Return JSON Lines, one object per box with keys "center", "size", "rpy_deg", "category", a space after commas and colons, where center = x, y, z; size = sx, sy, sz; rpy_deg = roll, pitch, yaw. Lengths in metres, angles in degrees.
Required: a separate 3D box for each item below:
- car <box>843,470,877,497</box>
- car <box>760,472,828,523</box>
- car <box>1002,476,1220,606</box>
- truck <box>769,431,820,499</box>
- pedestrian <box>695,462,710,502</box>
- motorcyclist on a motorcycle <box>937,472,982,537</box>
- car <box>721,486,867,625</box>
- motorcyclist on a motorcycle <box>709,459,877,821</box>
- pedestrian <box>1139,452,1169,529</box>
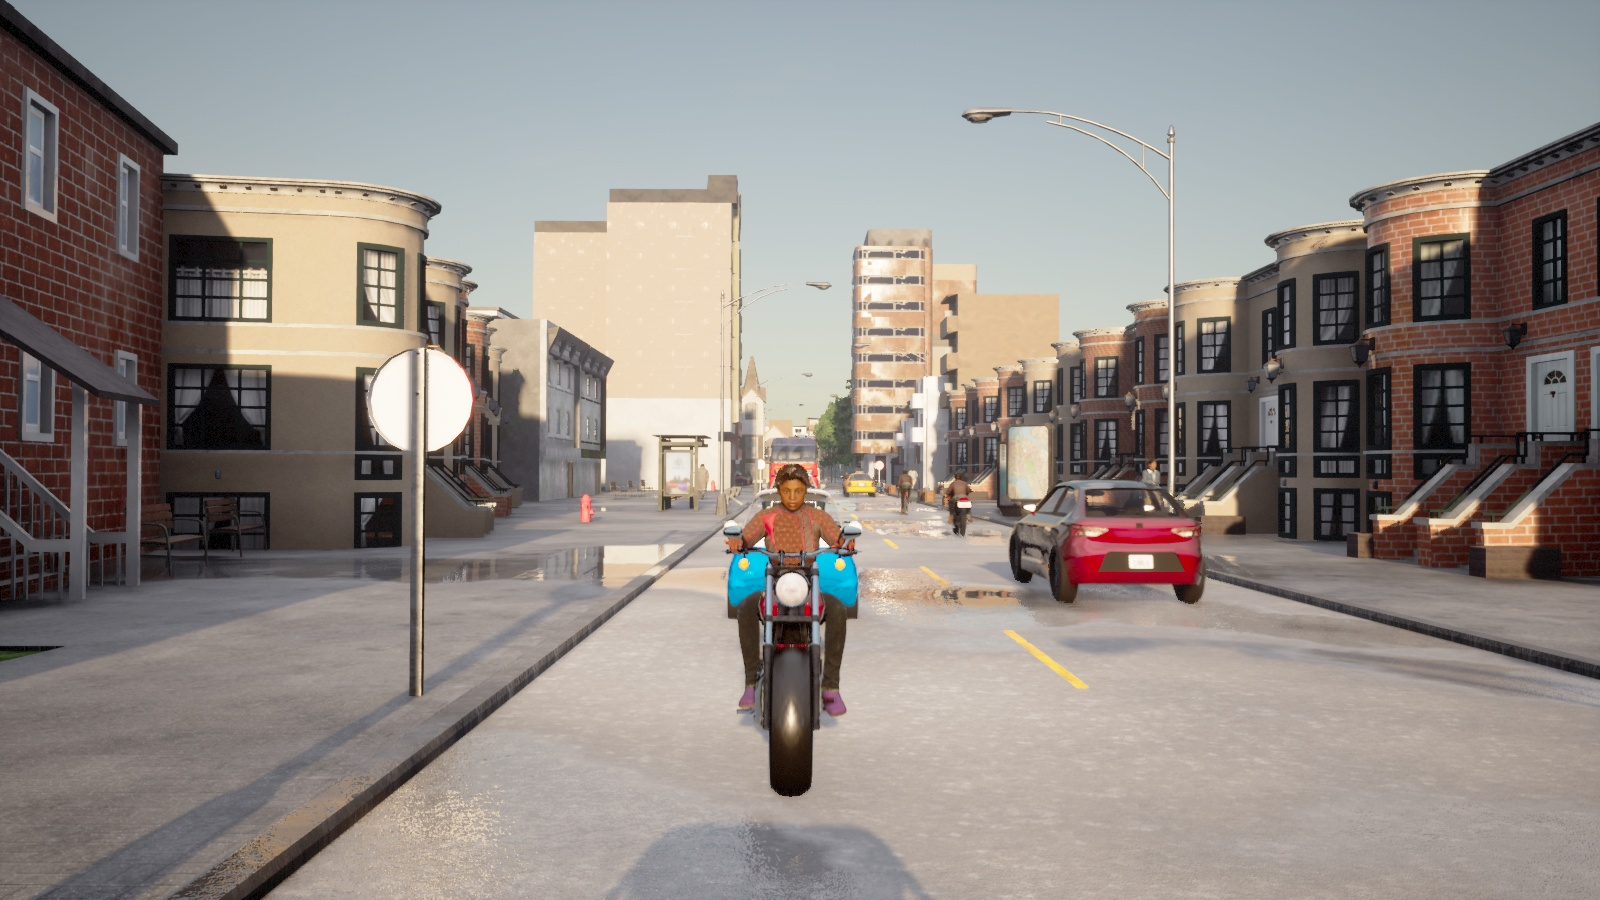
{"center": [3.637, 2.025, 76.753], "size": [1.801, 1.575, 5.366], "rpy_deg": [0, -1, 0], "category": "car"}
{"center": [-0.181, 1.426, 38.549], "size": [1.970, 1.475, 3.806], "rpy_deg": [0, -1, 0], "category": "car"}
{"center": [3.919, 1.090, 16.572], "size": [1.816, 1.474, 4.193], "rpy_deg": [0, -1, 0], "category": "car"}
{"center": [-0.363, 0.923, 75.919], "size": [2.891, 3.827, 8.468], "rpy_deg": [0, -1, 0], "category": "truck"}
{"center": [-4.844, 1.590, 62.491], "size": [0.659, 1.952, 0.873], "rpy_deg": [0, -1, 1], "category": "pedestrian"}
{"center": [3.856, 1.292, 30.479], "size": [0.797, 1.523, 2.044], "rpy_deg": [0, -1, 0], "category": "motorcyclist on a motorcycle"}
{"center": [-0.069, 1.102, 13.840], "size": [1.481, 1.376, 2.207], "rpy_deg": [0, -1, 0], "category": "car"}
{"center": [-0.038, 0.881, 6.924], "size": [0.766, 1.649, 2.350], "rpy_deg": [0, -1, 0], "category": "motorcyclist on a motorcycle"}
{"center": [9.090, 1.028, 32.246], "size": [0.423, 1.949, 0.788], "rpy_deg": [0, -1, -10], "category": "pedestrian"}
